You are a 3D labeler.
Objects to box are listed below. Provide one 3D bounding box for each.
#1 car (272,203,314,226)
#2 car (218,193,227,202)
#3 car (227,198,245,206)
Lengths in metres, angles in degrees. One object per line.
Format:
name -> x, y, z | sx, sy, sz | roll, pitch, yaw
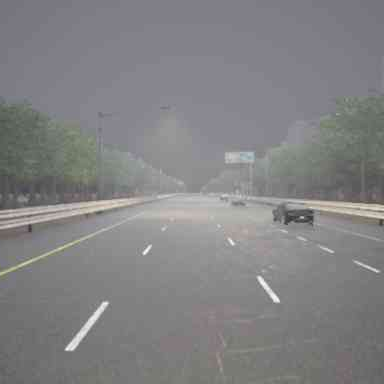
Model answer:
car -> 7.044, 1.496, 23.680 | 1.882, 1.535, 5.008 | 0, 0, 0
car -> 7.365, 1.493, 77.889 | 1.812, 1.442, 4.674 | 0, 0, 0
car -> 7.181, 1.596, 52.915 | 1.895, 1.301, 4.718 | 0, 0, 0
